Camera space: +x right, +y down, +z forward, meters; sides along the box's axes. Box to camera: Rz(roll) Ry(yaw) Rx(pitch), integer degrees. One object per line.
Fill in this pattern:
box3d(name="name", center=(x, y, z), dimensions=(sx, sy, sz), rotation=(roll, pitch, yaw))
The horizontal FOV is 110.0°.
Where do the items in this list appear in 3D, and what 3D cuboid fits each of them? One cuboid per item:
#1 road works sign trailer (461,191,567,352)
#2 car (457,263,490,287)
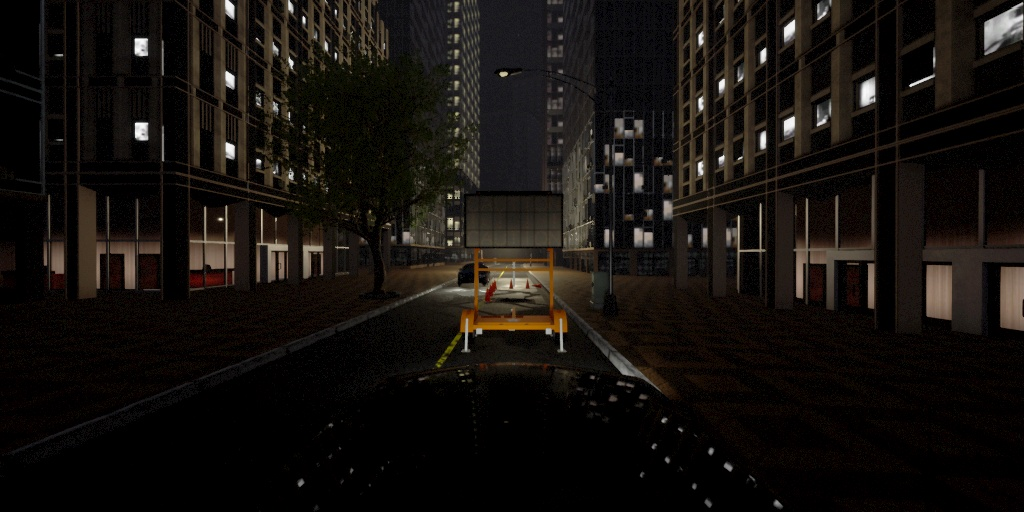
box3d(name="road works sign trailer", center=(0.047, 0.214, 8.878), dimensions=(2.380, 3.560, 2.880), rotation=(0, 0, 0))
box3d(name="car", center=(-2.610, 1.235, 25.135), dimensions=(1.882, 1.535, 5.008), rotation=(0, 0, 0))
